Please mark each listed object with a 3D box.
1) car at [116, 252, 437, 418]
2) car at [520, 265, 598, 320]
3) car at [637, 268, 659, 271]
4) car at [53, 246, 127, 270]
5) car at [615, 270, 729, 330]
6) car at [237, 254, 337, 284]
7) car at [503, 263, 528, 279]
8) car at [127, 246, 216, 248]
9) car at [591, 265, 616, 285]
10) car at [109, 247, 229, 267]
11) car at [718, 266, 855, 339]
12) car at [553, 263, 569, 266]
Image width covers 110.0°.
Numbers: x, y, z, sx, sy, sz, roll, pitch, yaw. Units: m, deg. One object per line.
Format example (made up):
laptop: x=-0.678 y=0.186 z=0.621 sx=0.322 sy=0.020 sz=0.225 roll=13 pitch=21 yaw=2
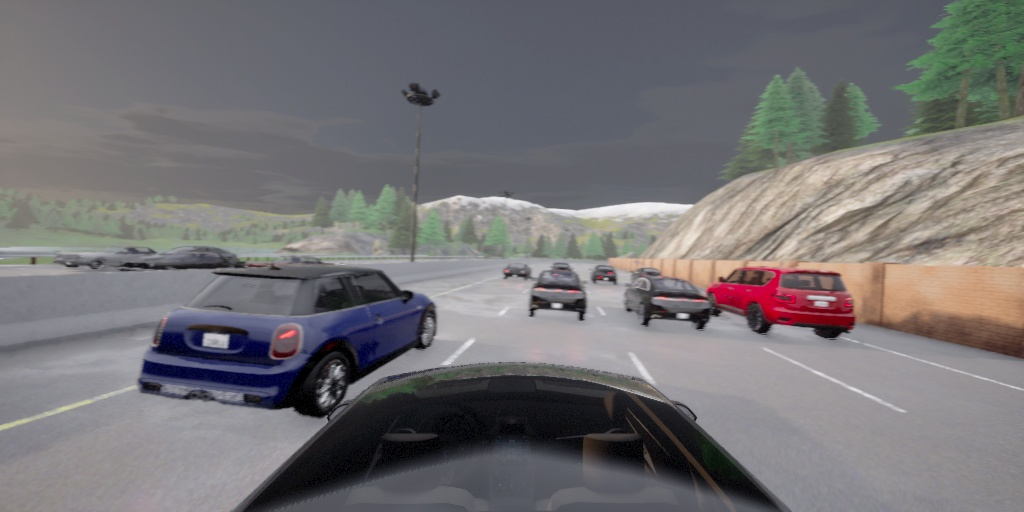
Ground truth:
car: x=-2.855 y=0.927 z=5.922 sx=2.097 sy=1.767 sz=4.553 roll=3 pitch=0 yaw=8
car: x=1.692 y=1.273 z=13.089 sx=2.128 sy=1.511 sz=4.902 roll=3 pitch=0 yaw=8
car: x=11.107 y=1.706 z=29.653 sx=1.837 sy=1.490 sz=4.892 roll=3 pitch=0 yaw=8
car: x=-22.192 y=0.071 z=20.356 sx=1.895 sy=1.301 sz=4.718 roll=3 pitch=0 yaw=8
car: x=5.123 y=1.460 z=12.393 sx=2.128 sy=1.511 sz=4.902 roll=3 pitch=0 yaw=8
car: x=-11.761 y=0.633 z=19.239 sx=1.895 sy=1.301 sz=4.718 roll=3 pitch=0 yaw=8
car: x=0.542 y=1.237 z=29.862 sx=1.895 sy=1.301 sz=4.718 roll=3 pitch=0 yaw=8
car: x=-18.580 y=0.165 z=20.888 sx=1.837 sy=1.490 sz=4.892 roll=3 pitch=0 yaw=8
car: x=7.658 y=1.519 z=30.219 sx=1.837 sy=1.490 sz=4.892 roll=3 pitch=0 yaw=8
car: x=-15.569 y=0.440 z=17.289 sx=1.895 sy=1.301 sz=4.718 roll=3 pitch=0 yaw=8
car: x=8.645 y=1.379 z=12.229 sx=2.150 sy=2.045 sz=5.566 roll=3 pitch=0 yaw=8
car: x=4.211 y=1.332 z=30.808 sx=1.837 sy=1.490 sz=4.892 roll=3 pitch=0 yaw=8
